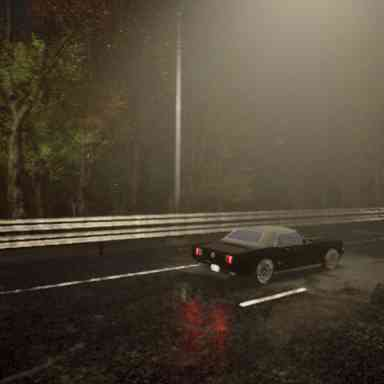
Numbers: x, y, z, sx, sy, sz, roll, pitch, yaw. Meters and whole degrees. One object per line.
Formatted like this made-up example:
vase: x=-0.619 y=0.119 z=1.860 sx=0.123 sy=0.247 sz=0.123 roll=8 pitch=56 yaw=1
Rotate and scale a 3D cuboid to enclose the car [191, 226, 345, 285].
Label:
car: x=2.403 y=1.663 z=9.716 sx=4.718 sy=1.301 sz=1.895 roll=1 pitch=0 yaw=-35
